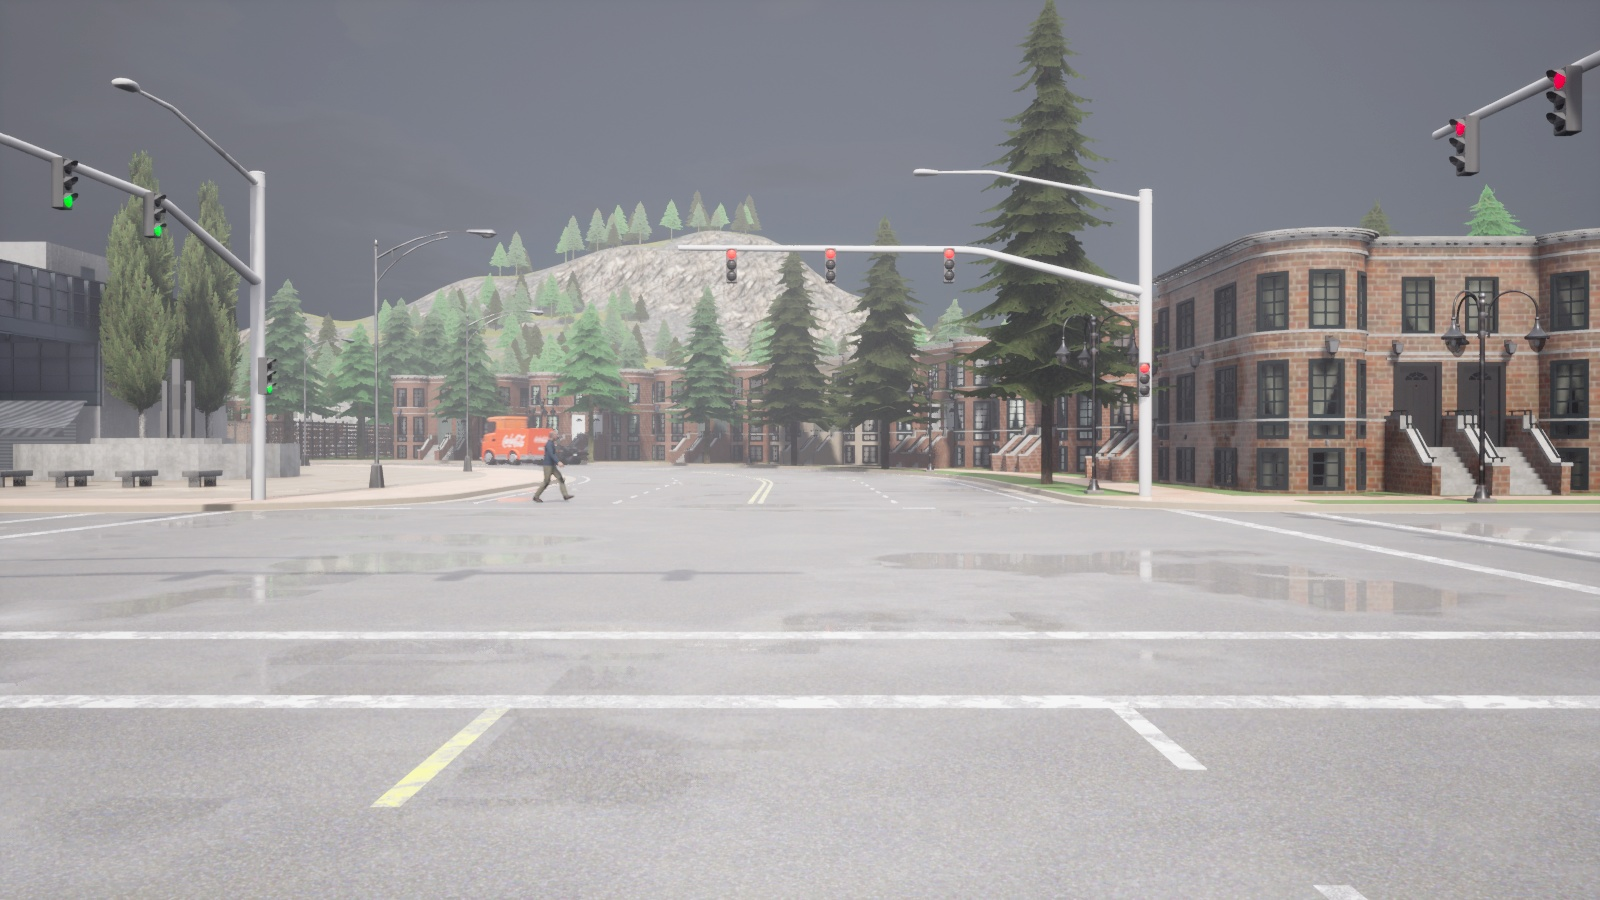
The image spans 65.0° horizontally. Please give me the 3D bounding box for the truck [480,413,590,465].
[{"bbox_3d":[-18.507,-0.744,87.408,7.936,3.462,2.891,0,0,36],"label":"truck"}]

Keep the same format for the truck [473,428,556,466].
[{"bbox_3d":[-18.966,-0.226,83.439,5.204,2.467,2.627,0,0,37],"label":"truck"}]

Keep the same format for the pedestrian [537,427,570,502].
[{"bbox_3d":[-6.060,0.356,30.914,0.726,1.842,0.402,0,0,2],"label":"pedestrian"}]
